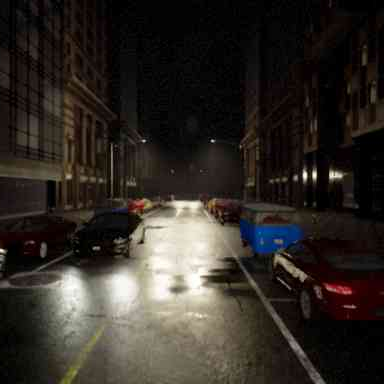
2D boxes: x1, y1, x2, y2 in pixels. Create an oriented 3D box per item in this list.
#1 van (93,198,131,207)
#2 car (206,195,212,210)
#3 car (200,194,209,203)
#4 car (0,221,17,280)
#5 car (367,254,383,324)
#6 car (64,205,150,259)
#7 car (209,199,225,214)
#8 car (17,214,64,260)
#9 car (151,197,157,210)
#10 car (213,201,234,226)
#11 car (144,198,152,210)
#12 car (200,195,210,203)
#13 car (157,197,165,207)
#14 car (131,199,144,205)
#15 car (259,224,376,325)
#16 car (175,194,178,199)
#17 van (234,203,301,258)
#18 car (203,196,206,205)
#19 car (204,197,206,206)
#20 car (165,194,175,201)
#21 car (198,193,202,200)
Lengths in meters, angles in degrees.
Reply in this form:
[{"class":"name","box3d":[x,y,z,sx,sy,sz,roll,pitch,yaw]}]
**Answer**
[{"class":"van","box3d":[-5.740,1.354,23.693,1.690,1.788,3.998,0,0,0]},{"class":"car","box3d":[2.797,1.461,34.896,1.967,1.590,4.097,0,0,0]},{"class":"car","box3d":[2.822,1.579,57.303,1.887,1.381,4.507,0,0,0]},{"class":"car","box3d":[-5.758,1.444,6.886,1.967,1.590,4.097,0,0,0]},{"class":"car","box3d":[2.761,1.441,1.285,1.967,1.590,4.097,0,0,0]},{"class":"car","box3d":[-2.986,1.485,12.889,1.882,1.535,5.008,0,0,0]},{"class":"car","box3d":[2.792,1.562,29.294,1.887,1.381,4.507,0,0,0]},{"class":"car","box3d":[-5.752,1.552,12.488,1.887,1.381,4.507,0,0,0]},{"class":"car","box3d":[-5.722,1.549,40.329,1.752,1.417,4.829,0,0,0]},{"class":"car","box3d":[2.786,1.559,23.692,1.887,1.381,4.507,0,0,0]},{"class":"car","box3d":[-5.728,1.565,34.896,1.887,1.381,4.507,0,0,0]},{"class":"car","box3d":[2.839,1.486,74.108,1.967,1.590,4.097,0,0,0]},{"class":"car","box3d":[-5.710,1.470,51.704,1.967,1.590,4.097,0,0,0]},{"class":"car","box3d":[-5.734,1.561,29.295,1.887,1.381,4.507,0,0,0]},{"class":"car","box3d":[2.768,1.586,6.887,1.802,1.307,4.206,0,0,0]},{"class":"car","box3d":[-5.667,1.610,90.918,2.008,1.369,4.403,0,0,0]},{"class":"van","box3d":[2.773,1.348,12.488,1.690,1.788,3.998,0,0,0]},{"class":"car","box3d":[2.810,1.609,46.100,1.802,1.307,4.206,0,0,0]},{"class":"car","box3d":[2.804,1.549,40.668,1.752,1.417,4.829,0,0,0]},{"class":"car","box3d":[-5.679,1.595,79.714,1.887,1.381,4.507,0,0,0]},{"class":"car","box3d":[2.833,1.357,68.507,2.192,1.841,5.009,0,0,0]}]
